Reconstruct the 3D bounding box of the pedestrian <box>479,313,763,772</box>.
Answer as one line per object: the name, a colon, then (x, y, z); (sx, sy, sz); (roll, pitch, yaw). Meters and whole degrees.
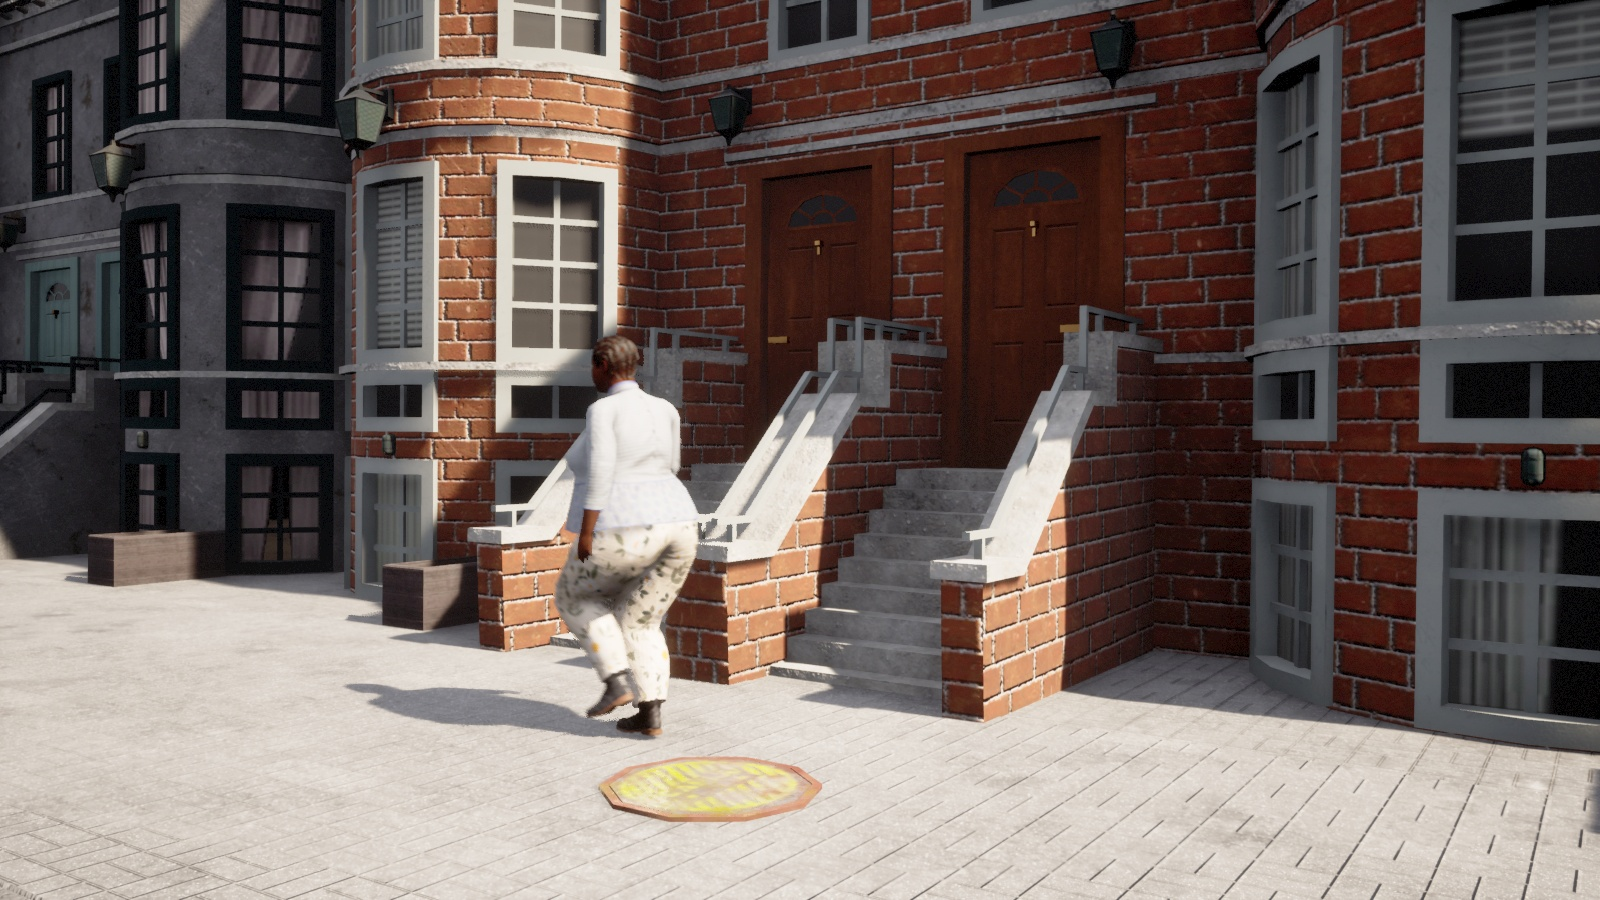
pedestrian: (-0.802, 0.368, 5.692); (0.900, 1.855, 0.874); (0, 1, 38)
